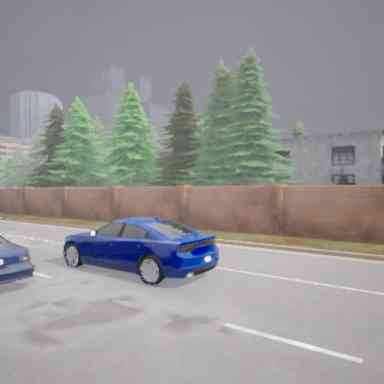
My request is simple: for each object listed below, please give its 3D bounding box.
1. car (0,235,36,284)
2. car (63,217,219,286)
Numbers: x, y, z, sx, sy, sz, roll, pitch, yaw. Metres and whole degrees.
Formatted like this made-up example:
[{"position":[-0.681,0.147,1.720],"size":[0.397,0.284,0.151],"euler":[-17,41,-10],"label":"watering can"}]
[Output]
[{"position":[-6.129,1.519,8.371],"size":[5.357,1.411,2.033],"euler":[0,0,35],"label":"car"},{"position":[-1.631,1.458,9.459],"size":[5.008,1.535,1.882],"euler":[0,0,36],"label":"car"}]
